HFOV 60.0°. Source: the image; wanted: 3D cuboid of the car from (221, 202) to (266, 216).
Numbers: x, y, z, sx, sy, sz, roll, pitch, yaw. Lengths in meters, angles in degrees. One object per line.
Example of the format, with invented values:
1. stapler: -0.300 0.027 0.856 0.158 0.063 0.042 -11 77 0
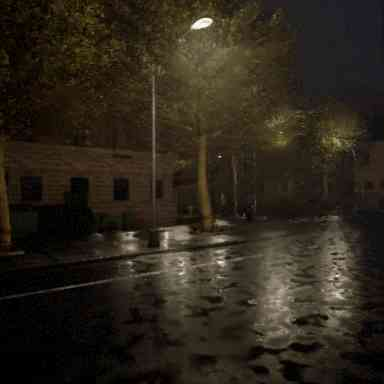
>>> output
1. car: 5.429 1.824 35.943 2.033 1.411 5.357 0 -1 -36
